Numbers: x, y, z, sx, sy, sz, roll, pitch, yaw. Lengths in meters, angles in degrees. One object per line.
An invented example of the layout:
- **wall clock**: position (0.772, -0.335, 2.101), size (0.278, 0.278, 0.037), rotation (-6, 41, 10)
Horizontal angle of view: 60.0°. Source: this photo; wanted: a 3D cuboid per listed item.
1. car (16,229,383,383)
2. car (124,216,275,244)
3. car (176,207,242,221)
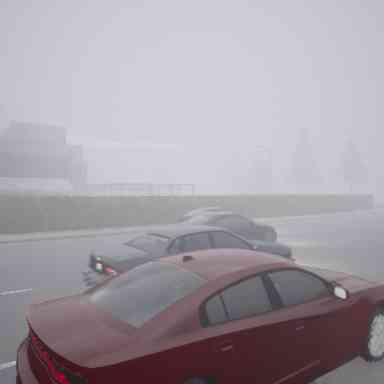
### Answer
- **car**: position (0.623, 1.477, 4.191), size (5.008, 1.535, 1.882), rotation (0, 0, -35)
- **car**: position (0.160, 1.547, 8.158), size (5.357, 1.411, 2.033), rotation (0, 0, -35)
- **car**: position (1.368, 1.526, 13.335), size (4.674, 1.442, 1.812), rotation (0, 0, -36)
